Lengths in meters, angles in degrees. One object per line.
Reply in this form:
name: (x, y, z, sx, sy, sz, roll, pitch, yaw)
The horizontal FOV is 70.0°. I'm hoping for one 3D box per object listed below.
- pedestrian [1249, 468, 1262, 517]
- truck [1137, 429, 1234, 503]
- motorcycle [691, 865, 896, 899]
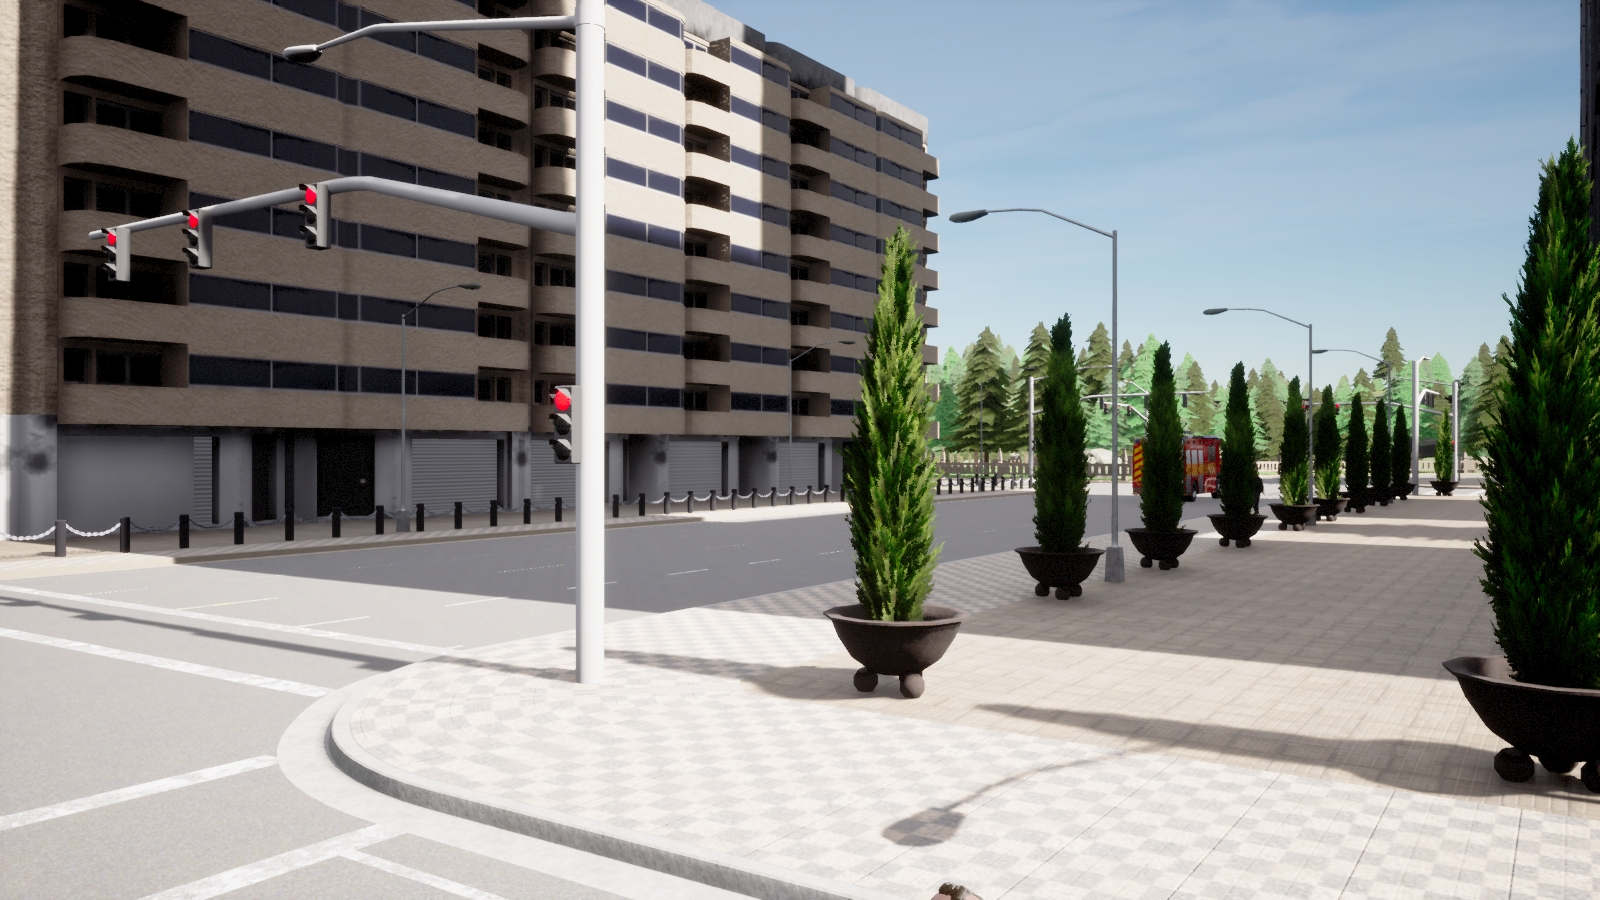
pedestrian: (17.535, 1.639, 43.980, 0.375, 1.860, 0.375, 0, 0, 39)
truck: (21.438, 0.835, 63.219, 2.891, 3.827, 8.468, 0, 0, 34)
motorcycle: (0.516, 2.205, 3.364, 2.209, 1.251, 0.867, 0, 0, 34)
